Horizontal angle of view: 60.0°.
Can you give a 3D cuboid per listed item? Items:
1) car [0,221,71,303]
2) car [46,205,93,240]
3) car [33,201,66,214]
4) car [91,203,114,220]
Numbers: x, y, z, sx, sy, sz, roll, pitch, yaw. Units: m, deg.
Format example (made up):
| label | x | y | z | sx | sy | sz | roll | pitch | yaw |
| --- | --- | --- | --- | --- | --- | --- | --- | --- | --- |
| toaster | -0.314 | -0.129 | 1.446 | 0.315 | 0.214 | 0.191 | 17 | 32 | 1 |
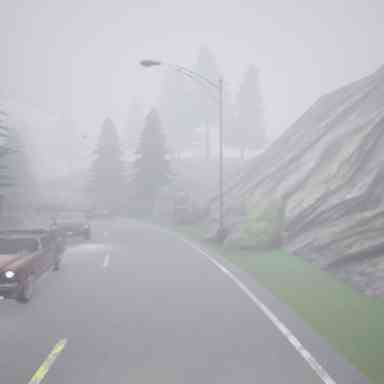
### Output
| label | x | y | z | sx | sy | sz | roll | pitch | yaw |
| --- | --- | --- | --- | --- | --- | --- | --- | --- | --- |
| car | -4.527 | 1.655 | 8.283 | 1.895 | 1.301 | 4.718 | 0 | 0 | -10 |
| car | -6.269 | 1.625 | 17.361 | 1.812 | 1.442 | 4.674 | 0 | 0 | -18 |
| car | -15.999 | 1.773 | 38.006 | 5.357 | 1.411 | 2.033 | 0 | 0 | 37 |
| car | -8.591 | 1.728 | 30.428 | 1.994 | 1.385 | 4.181 | 0 | 0 | -31 |
